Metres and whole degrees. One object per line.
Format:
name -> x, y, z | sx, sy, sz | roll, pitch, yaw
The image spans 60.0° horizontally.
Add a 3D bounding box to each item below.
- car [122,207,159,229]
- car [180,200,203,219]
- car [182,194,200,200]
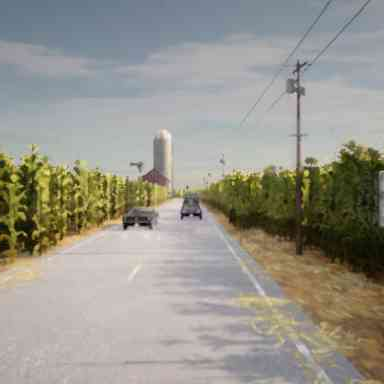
car -> -3.271, 1.652, 21.865 | 1.895, 1.301, 4.718 | 0, 0, 0
car -> -0.041, 1.661, 29.795 | 1.895, 1.301, 4.718 | 0, 0, 0
car -> -0.091, 1.309, 44.597 | 2.150, 2.045, 5.566 | 0, 0, 0
